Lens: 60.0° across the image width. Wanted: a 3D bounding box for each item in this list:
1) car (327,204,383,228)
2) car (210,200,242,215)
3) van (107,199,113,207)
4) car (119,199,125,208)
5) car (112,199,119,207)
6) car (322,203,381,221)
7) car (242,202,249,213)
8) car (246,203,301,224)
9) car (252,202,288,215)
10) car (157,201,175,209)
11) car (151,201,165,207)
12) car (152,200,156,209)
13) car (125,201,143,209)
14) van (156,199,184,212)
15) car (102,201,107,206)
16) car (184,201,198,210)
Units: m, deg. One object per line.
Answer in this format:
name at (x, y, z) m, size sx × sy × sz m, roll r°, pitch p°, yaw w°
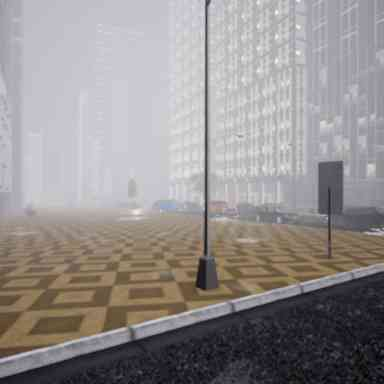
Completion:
car at (11.771, 1.639, 22.053) m, size 2.033 × 1.411 × 5.357 m, roll 0°, pitch -1°, yaw -31°
car at (3.399, 1.765, 38.922) m, size 2.097 × 1.767 × 4.553 m, roll 0°, pitch -1°, yaw -26°
van at (-17.695, 2.529, 76.932) m, size 1.690 × 1.788 × 3.998 m, roll -1°, pitch -1°, yaw -26°
car at (-12.760, 2.503, 66.633) m, size 1.752 × 1.417 × 4.829 m, roll -1°, pitch -1°, yaw -26°
car at (-15.262, 2.629, 71.858) m, size 1.887 × 1.381 × 4.507 m, roll -1°, pitch -1°, yaw -26°
car at (14.159, 1.752, 29.824) m, size 2.008 × 1.369 × 4.403 m, roll -1°, pitch -1°, yaw -26°
car at (6.872, 2.057, 45.042) m, size 1.947 × 1.339 × 4.313 m, roll -1°, pitch -1°, yaw -26°
car at (6.602, 1.741, 26.204) m, size 2.008 × 1.369 × 4.403 m, roll -1°, pitch -1°, yaw -26°
car at (9.301, 1.959, 39.970) m, size 1.947 × 1.339 × 4.313 m, roll -1°, pitch -1°, yaw -26°
car at (-5.045, 2.478, 63.723) m, size 1.895 × 1.301 × 4.718 m, roll 0°, pitch -1°, yaw -26°
car at (-7.703, 2.677, 75.478) m, size 1.802 × 1.307 × 4.206 m, roll -1°, pitch -1°, yaw -26°
car at (-5.232, 2.124, 57.170) m, size 2.097 × 1.767 × 4.553 m, roll 0°, pitch -1°, yaw -26°
car at (-10.404, 2.430, 61.713) m, size 2.008 × 1.369 × 4.403 m, roll -1°, pitch -1°, yaw -26°
van at (-3.120, 1.920, 46.498) m, size 1.690 × 1.788 × 3.998 m, roll -1°, pitch -1°, yaw -26°
car at (-22.549, 2.941, 87.075) m, size 1.887 × 1.381 × 4.507 m, roll -1°, pitch -1°, yaw -26°
car at (-0.586, 2.199, 54.491) m, size 1.837 × 1.490 × 4.892 m, roll 0°, pitch -1°, yaw -24°
